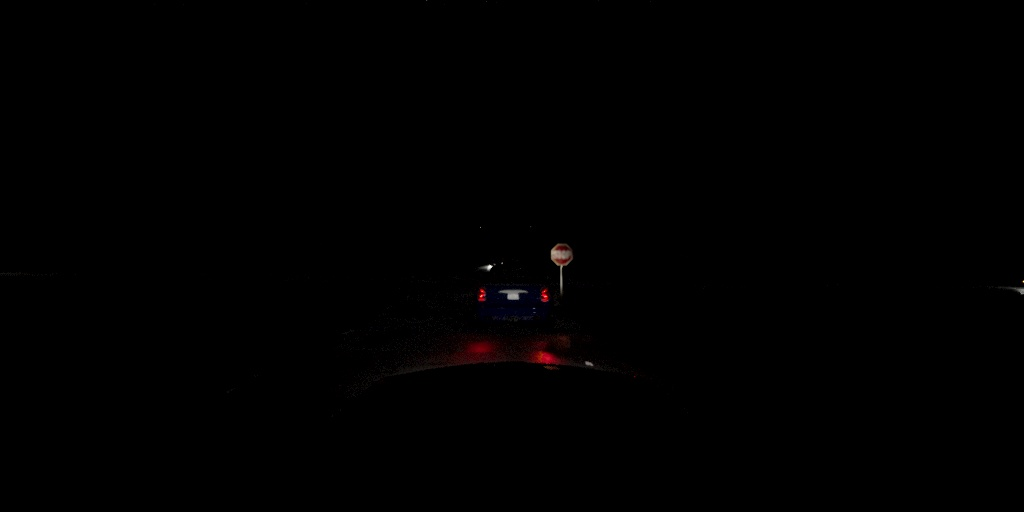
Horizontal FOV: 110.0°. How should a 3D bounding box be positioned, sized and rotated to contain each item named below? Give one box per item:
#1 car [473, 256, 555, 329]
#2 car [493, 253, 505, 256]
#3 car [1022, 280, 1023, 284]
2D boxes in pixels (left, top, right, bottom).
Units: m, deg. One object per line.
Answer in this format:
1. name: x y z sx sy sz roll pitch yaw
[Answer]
1. car: 0.103 0.993 10.984 2.097 1.767 4.553 0 1 2
2. car: -2.696 0.729 56.454 2.128 1.511 4.902 0 0 0
3. car: 40.818 1.695 26.308 4.892 1.490 1.837 1 1 0
